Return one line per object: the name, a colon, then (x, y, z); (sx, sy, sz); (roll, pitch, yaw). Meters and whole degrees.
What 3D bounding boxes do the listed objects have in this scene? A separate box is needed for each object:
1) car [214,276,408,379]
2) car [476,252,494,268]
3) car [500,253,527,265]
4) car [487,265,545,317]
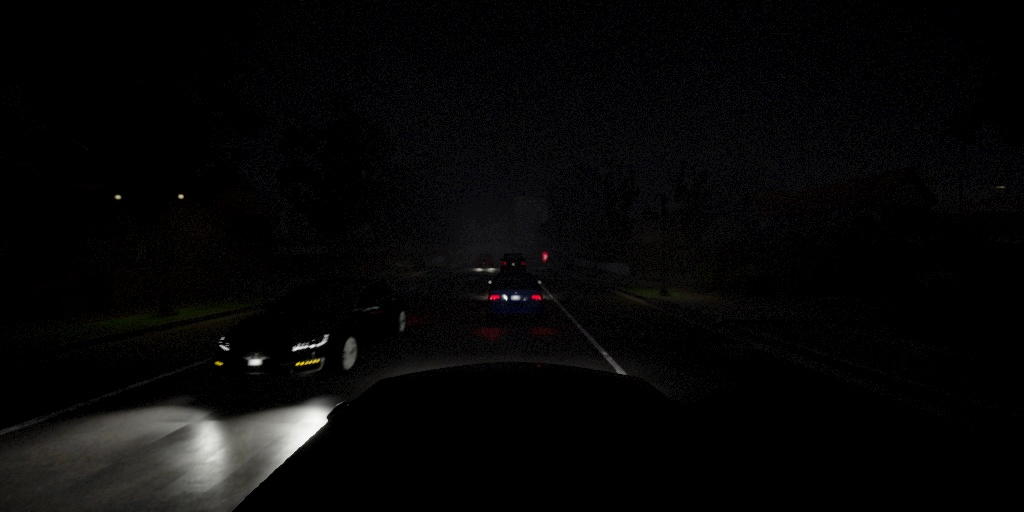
car: (-3.599, 1.223, 7.451); (1.837, 1.490, 4.892); (0, 0, 0)
car: (-3.572, 0.548, 48.376); (2.150, 2.045, 5.566); (0, 1, 0)
car: (0.109, 0.741, 31.948); (2.150, 2.045, 5.566); (0, 1, 0)
car: (0.104, 1.233, 12.814); (2.033, 1.411, 5.357); (0, 0, 0)
